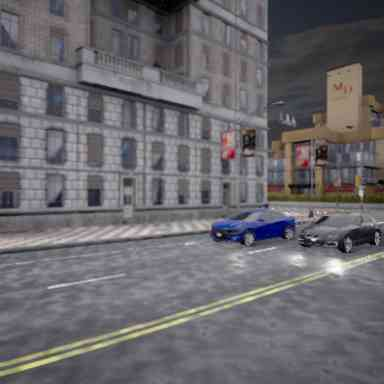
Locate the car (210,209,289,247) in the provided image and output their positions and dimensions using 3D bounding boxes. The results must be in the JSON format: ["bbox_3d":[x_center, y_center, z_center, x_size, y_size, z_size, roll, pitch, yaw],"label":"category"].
[{"bbox_3d":[3.049,1.590,16.001,5.008,1.535,1.882,1,0,-41],"label":"car"}]

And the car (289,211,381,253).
[{"bbox_3d":[6.495,1.625,14.363,4.892,1.490,1.837,1,-1,-41],"label":"car"}]
